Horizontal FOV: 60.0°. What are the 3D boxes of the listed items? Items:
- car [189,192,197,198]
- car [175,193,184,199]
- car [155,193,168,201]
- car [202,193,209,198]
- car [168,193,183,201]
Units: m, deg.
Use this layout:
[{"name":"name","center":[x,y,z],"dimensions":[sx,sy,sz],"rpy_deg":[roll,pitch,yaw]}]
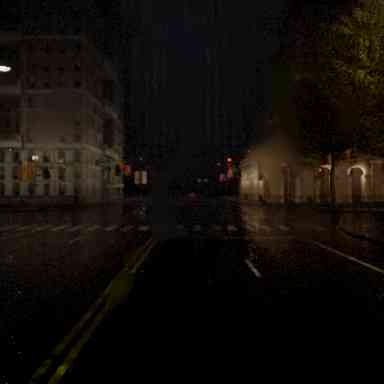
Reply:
[{"name":"car","center":[0.166,0.761,89.088],"dimensions":[2.097,1.767,4.553],"rpy_deg":[0,0,1]},{"name":"car","center":[-3.336,1.022,88.907],"dimensions":[2.033,1.411,5.357],"rpy_deg":[0,0,1]},{"name":"car","center":[-7.000,1.078,72.512],"dimensions":[1.837,1.490,4.892],"rpy_deg":[0,0,0]},{"name":"car","center":[3.666,0.945,89.084],"dimensions":[2.033,1.411,5.357],"rpy_deg":[0,0,1]},{"name":"car","center":[-3.500,1.078,72.505],"dimensions":[1.837,1.490,4.892],"rpy_deg":[0,0,0]}]
